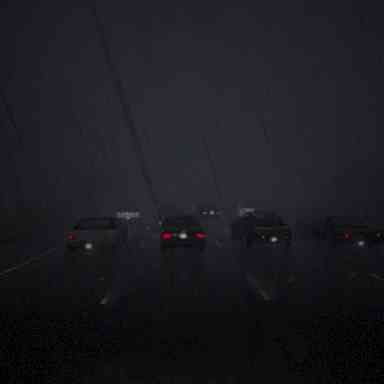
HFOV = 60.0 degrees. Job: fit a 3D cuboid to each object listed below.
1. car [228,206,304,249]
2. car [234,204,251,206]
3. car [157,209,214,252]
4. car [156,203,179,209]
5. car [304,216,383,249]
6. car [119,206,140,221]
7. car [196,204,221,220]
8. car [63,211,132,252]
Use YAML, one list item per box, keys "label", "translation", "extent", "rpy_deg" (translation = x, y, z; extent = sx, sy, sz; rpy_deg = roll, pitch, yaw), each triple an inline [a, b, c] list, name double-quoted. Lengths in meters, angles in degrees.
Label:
- label: "car"
  translation: [2.992, 1.634, 15.217]
  extent: [2.128, 1.511, 4.902]
  rpy_deg: [0, 0, -4]
- label: "car"
  translation: [4.724, 1.820, 31.654]
  extent: [1.812, 1.442, 4.674]
  rpy_deg: [0, 0, -8]
- label: "car"
  translation: [-0.480, 1.685, 14.681]
  extent: [2.033, 1.411, 5.357]
  rpy_deg: [0, -1, -4]
- label: "car"
  translation: [-2.215, 1.765, 30.731]
  extent: [1.882, 1.535, 5.008]
  rpy_deg: [0, 0, -8]
- label: "car"
  translation: [6.495, 1.742, 15.275]
  extent: [1.895, 1.301, 4.718]
  rpy_deg: [0, 0, -4]
- label: "car"
  translation: [-5.627, 1.882, 29.863]
  extent: [1.895, 1.301, 4.718]
  rpy_deg: [0, 0, -8]
- label: "car"
  translation: [1.318, 1.834, 30.749]
  extent: [2.033, 1.411, 5.357]
  rpy_deg: [0, -1, -8]
- label: "car"
  translation: [-3.980, 1.739, 14.558]
  extent: [1.895, 1.301, 4.718]
  rpy_deg: [0, 0, -4]
